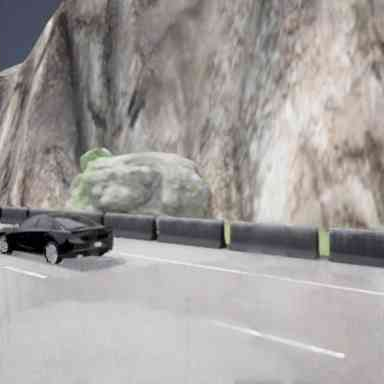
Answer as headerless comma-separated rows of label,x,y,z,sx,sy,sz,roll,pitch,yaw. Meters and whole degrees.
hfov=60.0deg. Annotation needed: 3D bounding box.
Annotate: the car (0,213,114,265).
car,-4.953,1.486,11.830,5.008,1.535,1.882,0,0,36
